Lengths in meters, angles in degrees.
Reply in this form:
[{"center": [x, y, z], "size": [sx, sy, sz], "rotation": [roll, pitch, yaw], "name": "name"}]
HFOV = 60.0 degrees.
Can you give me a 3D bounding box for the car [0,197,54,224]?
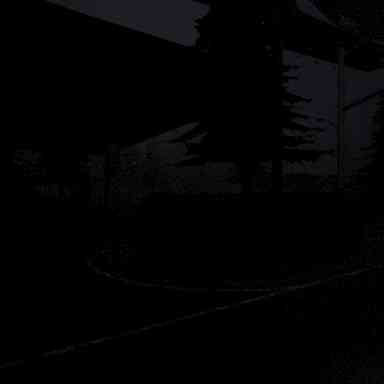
[{"center": [-11.959, 1.312, 23.487], "size": [3.866, 1.878, 1.905], "rotation": [0, 0, -36], "name": "car"}]
